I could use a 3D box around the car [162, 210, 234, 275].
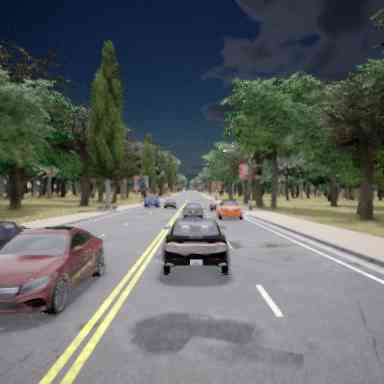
[{"bbox_3d":[0.105,1.557,10.725,2.128,1.511,4.902,0,0,0],"label":"car"}]

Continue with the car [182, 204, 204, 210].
[{"bbox_3d":[0.109,1.730,29.656,2.033,1.411,5.357,0,0,0],"label":"car"}]

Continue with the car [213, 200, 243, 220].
[{"bbox_3d":[3.346,1.542,30.715,2.097,1.767,4.553,0,0,0],"label":"car"}]

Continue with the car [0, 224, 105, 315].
[{"bbox_3d":[-3.348,1.574,7.768,1.812,1.442,4.674,0,0,0],"label":"car"}]

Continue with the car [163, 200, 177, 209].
[{"bbox_3d":[-3.310,1.871,51.135,2.033,1.411,5.357,0,0,0],"label":"car"}]

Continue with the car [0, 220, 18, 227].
[{"bbox_3d":[-6.597,1.611,10.310,2.033,1.411,5.357,0,0,0],"label":"car"}]

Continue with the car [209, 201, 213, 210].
[{"bbox_3d":[3.329,1.882,44.846,1.895,1.301,4.718,0,0,0],"label":"car"}]

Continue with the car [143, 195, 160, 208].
[{"bbox_3d":[-6.542,1.571,54.616,2.150,2.045,5.566,0,-1,1],"label":"car"}]
